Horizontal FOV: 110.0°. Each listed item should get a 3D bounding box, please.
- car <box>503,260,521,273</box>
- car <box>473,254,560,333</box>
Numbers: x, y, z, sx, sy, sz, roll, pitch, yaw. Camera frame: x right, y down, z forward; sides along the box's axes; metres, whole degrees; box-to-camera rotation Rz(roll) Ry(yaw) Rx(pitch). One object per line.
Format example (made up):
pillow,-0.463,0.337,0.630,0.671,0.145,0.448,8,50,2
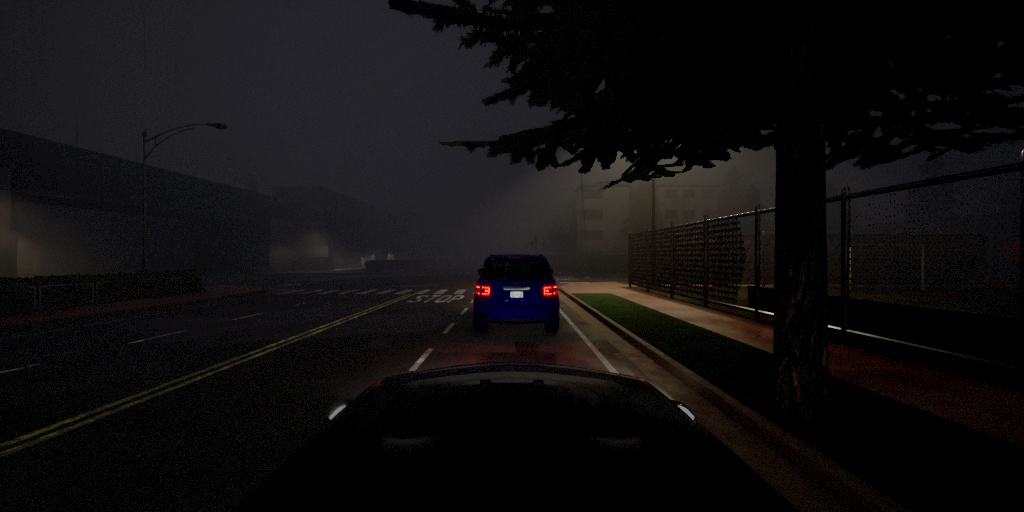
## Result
car,0.013,1.241,45.716,2.128,1.511,4.902,0,0,0
car,0.113,0.972,10.857,2.150,2.045,5.566,0,0,0
